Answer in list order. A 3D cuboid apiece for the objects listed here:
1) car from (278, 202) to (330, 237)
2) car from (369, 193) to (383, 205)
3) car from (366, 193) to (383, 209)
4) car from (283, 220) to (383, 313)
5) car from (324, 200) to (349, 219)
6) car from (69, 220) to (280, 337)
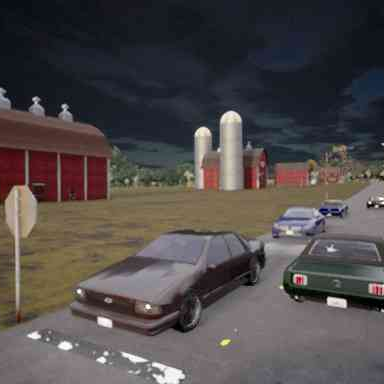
[{"bbox_3d":[5.384,1.462,16.381,1.812,1.442,4.674,0,1,30],"label":"car"},{"bbox_3d":[24.158,0.832,43.126,1.895,1.301,4.718,0,1,30],"label":"car"},{"bbox_3d":[19.211,1.070,34.469,1.895,1.301,4.718,0,1,30],"label":"car"},{"bbox_3d":[3.590,1.595,7.597,1.895,1.301,4.718,0,0,30],"label":"car"},{"bbox_3d":[11.304,1.325,26.598,1.895,1.301,4.718,0,1,30],"label":"car"},{"bbox_3d":[0.063,1.543,7.221,2.033,1.411,5.357,0,0,31],"label":"car"}]
